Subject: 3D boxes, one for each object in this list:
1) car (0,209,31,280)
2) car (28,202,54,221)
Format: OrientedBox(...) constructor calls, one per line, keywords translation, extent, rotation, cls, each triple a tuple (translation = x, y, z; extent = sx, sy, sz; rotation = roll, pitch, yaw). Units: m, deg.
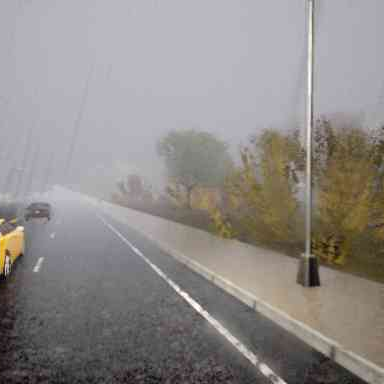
OrientedBox(translation=(-6.119, 1.494, 9.635), extent=(1.882, 1.535, 5.008), rotation=(-1, 0, -20), cls="car")
OrientedBox(translation=(-12.351, 1.539, 27.083), extent=(2.033, 1.411, 5.357), rotation=(-1, 0, -20), cls="car")
